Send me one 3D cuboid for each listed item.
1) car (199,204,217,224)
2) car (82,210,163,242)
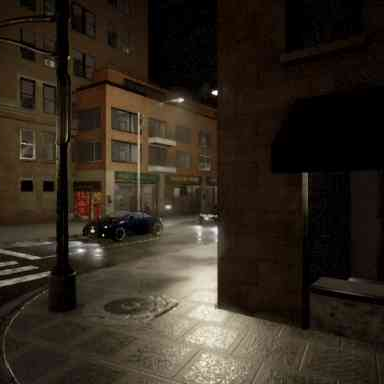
[{"bbox_3d":[2.362,1.580,24.711,1.812,1.442,4.674,0,0,35],"label":"car"},{"bbox_3d":[-3.353,1.595,16.704,1.994,1.385,4.181,0,0,35],"label":"car"}]
